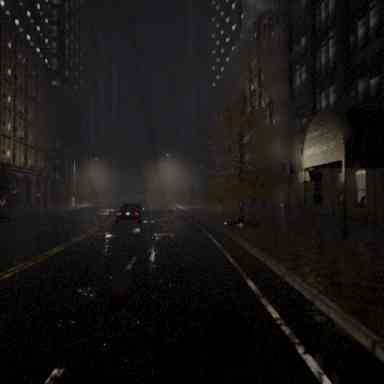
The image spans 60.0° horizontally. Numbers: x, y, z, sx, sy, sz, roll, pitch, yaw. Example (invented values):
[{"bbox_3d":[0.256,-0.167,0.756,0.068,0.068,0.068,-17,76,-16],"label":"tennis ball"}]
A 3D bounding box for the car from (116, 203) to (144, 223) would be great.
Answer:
[{"bbox_3d":[-4.709,1.570,25.485,2.033,1.411,5.357,0,0,-6],"label":"car"}]
